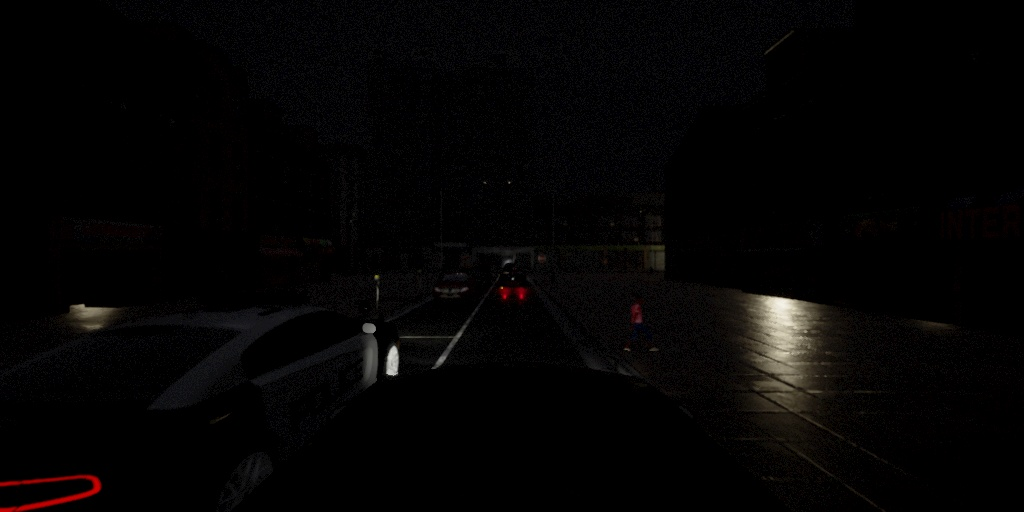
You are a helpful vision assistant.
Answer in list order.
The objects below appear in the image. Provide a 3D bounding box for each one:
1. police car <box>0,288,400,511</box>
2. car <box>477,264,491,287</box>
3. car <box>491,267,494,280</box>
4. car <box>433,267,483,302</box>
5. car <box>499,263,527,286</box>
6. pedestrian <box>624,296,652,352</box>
[{"bbox_3d":[-2.748,1.186,4.001,1.930,1.638,5.238,0,0,0],"label":"police car"},{"bbox_3d":[-2.620,1.415,22.700,1.948,1.339,4.313,0,0,0],"label":"car"},{"bbox_3d":[-2.611,1.466,33.605,1.948,1.339,4.313,0,0,0],"label":"car"},{"bbox_3d":[-2.625,1.405,17.248,1.802,1.307,4.207,0,0,0],"label":"car"},{"bbox_3d":[0.088,1.359,26.709,2.128,1.511,4.902,0,0,1],"label":"car"},{"bbox_3d":[2.422,0.919,7.002,0.375,1.860,0.375,0,0,0],"label":"pedestrian"}]
